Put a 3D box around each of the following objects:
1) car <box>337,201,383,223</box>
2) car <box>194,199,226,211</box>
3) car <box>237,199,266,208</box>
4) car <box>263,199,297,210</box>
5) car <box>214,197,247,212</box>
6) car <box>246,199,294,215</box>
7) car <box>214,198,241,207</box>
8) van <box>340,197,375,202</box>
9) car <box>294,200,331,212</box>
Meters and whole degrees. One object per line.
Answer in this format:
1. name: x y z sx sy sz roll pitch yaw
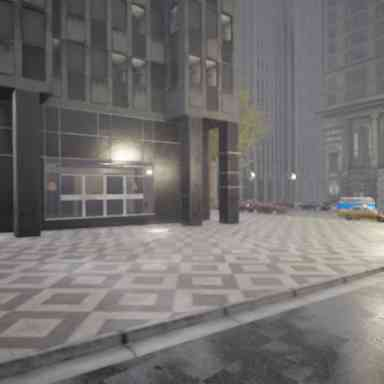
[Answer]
1. car: 14.880 1.790 28.194 1.752 1.417 4.829 0 0 -36
2. car: 2.415 1.754 45.501 2.008 1.369 4.403 0 0 -36
3. car: 9.051 1.710 50.874 1.802 1.307 4.206 0 0 -36
4. car: 12.216 1.688 46.482 1.887 1.381 4.507 0 0 -36
5. car: 5.507 1.532 41.209 2.192 1.841 5.009 0 0 -36
6. car: 8.600 1.777 36.919 1.887 1.381 4.507 0 0 -36
7. car: 5.886 1.665 55.265 2.008 1.369 4.403 0 0 -36
8. van: 18.545 1.515 37.698 1.690 1.788 3.998 0 0 -36
9. car: 15.381 1.724 42.090 1.947 1.339 4.313 0 0 -36
